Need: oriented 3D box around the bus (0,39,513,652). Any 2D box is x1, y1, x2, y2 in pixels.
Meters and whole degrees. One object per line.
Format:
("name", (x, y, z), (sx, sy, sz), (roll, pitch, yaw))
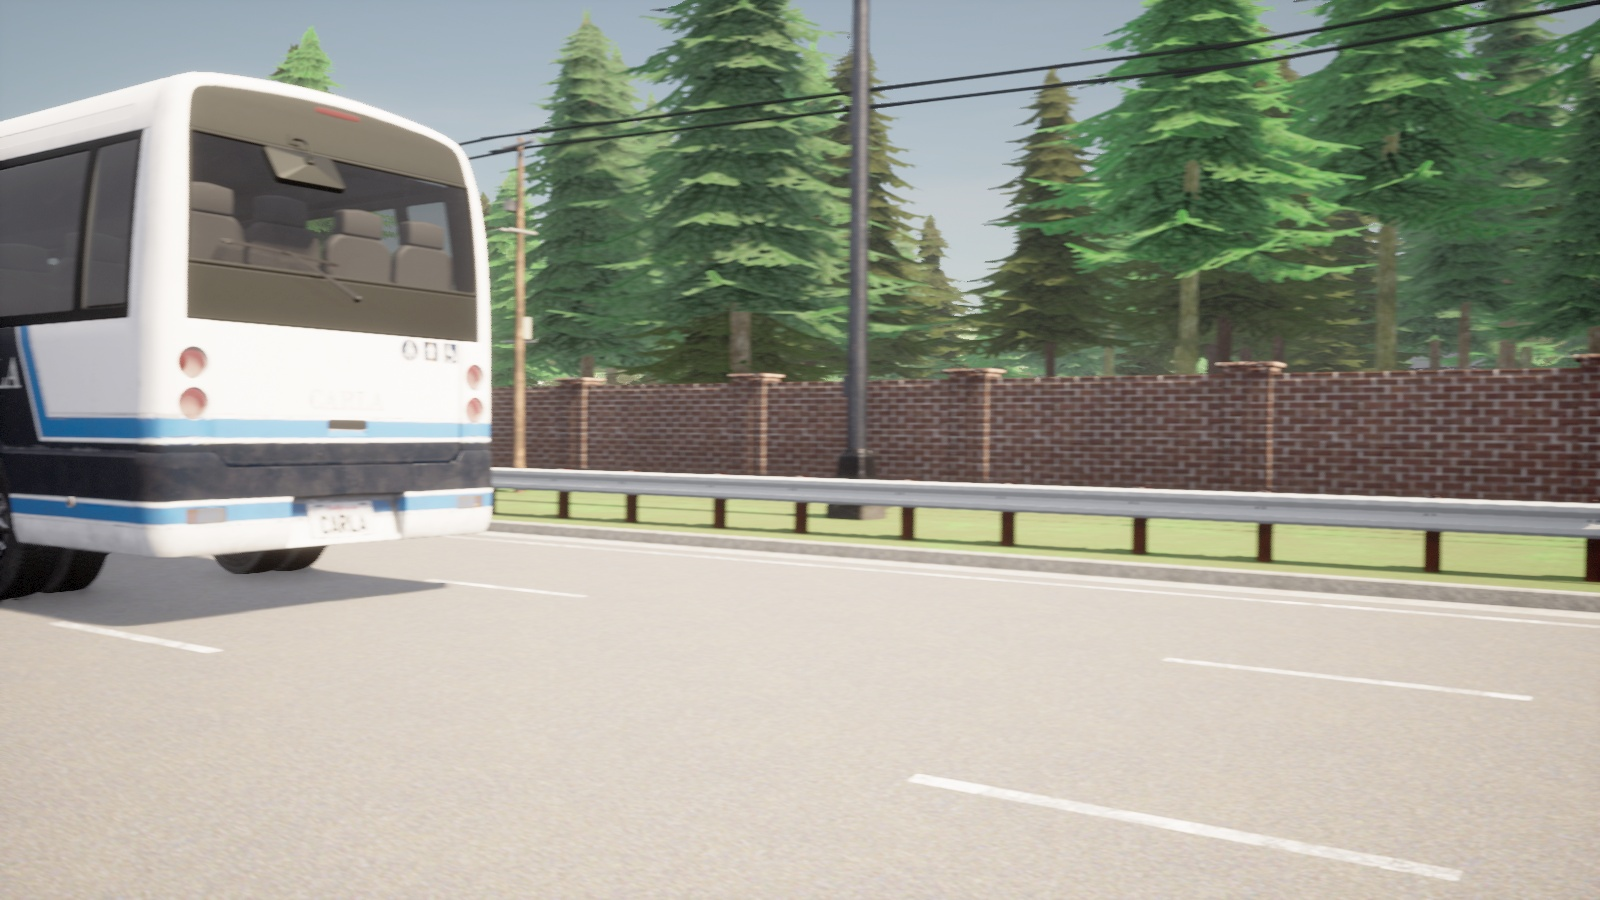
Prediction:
("bus", (-8.144, -0.751, 13.209), (10.273, 4.253, 3.944), (0, 1, 34))
